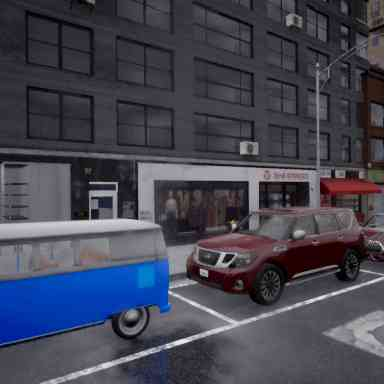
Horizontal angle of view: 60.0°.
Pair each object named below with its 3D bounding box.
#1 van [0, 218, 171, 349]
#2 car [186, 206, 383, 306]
[{"bbox_3d":[-2.261,1.341,4.934,3.998,1.788,1.690,0,-1,-35],"label":"van"},{"bbox_3d":[2.286,1.313,8.178,5.009,1.841,2.192,0,-1,-35],"label":"car"}]
